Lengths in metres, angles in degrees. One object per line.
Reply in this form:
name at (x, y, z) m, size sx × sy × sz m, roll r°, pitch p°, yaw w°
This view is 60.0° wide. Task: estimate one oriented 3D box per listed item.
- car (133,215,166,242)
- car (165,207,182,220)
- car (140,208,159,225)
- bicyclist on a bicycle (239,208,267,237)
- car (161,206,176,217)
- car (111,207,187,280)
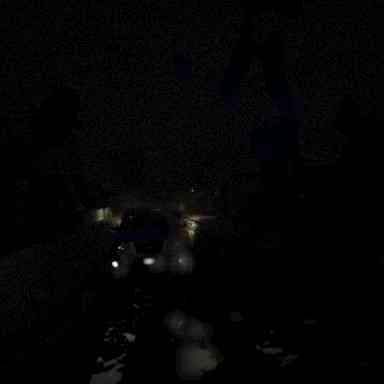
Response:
car at (-2.742, 2.245, 21.480) m, size 1.895 × 1.301 × 4.718 m, roll -1°, pitch -2°, yaw -7°
car at (-2.470, 2.692, 42.256) m, size 1.837 × 1.490 × 4.892 m, roll -1°, pitch -2°, yaw -7°
car at (-4.549, 2.539, 35.799) m, size 1.882 × 1.535 × 5.008 m, roll -1°, pitch -1°, yaw -7°
bicyclist on a bicycle at (3.474, 1.746, 18.952) m, size 1.656 × 1.620 × 0.582 m, roll -1°, pitch -1°, yaw -7°
car at (-3.820, 3.032, 52.543) m, size 2.033 × 1.411 × 5.357 m, roll -1°, pitch -2°, yaw -7°
car at (-1.482, 1.576, 11.601) m, size 2.150 × 2.045 × 5.566 m, roll -1°, pitch -2°, yaw -7°
